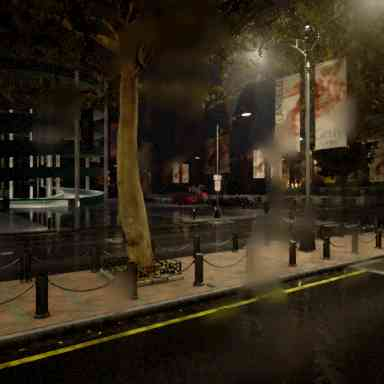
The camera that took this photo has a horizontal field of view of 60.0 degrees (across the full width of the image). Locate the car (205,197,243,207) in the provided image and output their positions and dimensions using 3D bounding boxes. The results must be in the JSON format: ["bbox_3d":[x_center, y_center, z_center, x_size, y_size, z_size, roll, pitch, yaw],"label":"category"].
[{"bbox_3d":[4.759,1.547,50.625,2.033,1.411,5.357,0,0,-35],"label":"car"}]

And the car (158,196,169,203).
[{"bbox_3d":[-5.806,1.524,69.895,4.674,1.442,1.812,0,0,41],"label":"car"}]

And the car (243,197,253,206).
[{"bbox_3d":[7.516,1.491,52.769,2.128,1.511,4.902,0,0,-35],"label":"car"}]

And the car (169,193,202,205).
[{"bbox_3d":[-1.189,1.216,58.982,2.150,2.045,5.566,0,1,-36],"label":"car"}]

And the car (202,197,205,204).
[{"bbox_3d":[1.328,1.547,61.472,2.033,1.411,5.357,0,0,-36],"label":"car"}]

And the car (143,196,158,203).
[{"bbox_3d":[-9.923,1.477,68.707,5.008,1.535,1.882,0,0,37],"label":"car"}]
